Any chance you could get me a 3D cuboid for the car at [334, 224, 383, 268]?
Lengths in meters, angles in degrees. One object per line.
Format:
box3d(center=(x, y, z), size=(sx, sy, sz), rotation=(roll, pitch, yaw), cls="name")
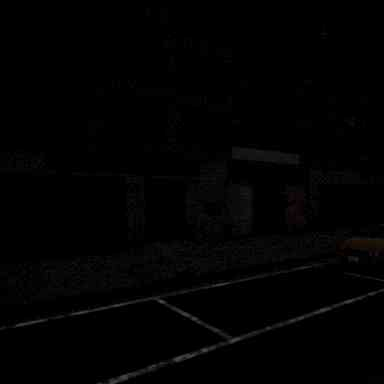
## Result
box3d(center=(6.543, 1.609, 10.831), size=(4.829, 1.417, 1.752), rotation=(1, 0, -35), cls="car")
